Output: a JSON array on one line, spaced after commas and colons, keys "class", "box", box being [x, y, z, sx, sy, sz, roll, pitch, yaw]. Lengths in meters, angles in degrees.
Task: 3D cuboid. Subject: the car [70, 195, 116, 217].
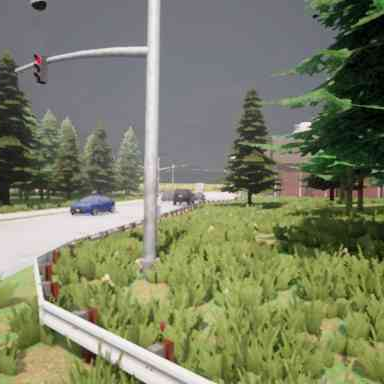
[{"class": "car", "box": [-7.646, 1.014, 26.084, 1.882, 1.535, 5.008, 1, 1, 11]}]

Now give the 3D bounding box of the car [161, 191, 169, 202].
[{"class": "car", "box": [-3.344, 0.590, 51.222, 2.097, 1.767, 4.553, 1, 1, 9]}]

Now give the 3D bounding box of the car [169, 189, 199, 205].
[{"class": "car", "box": [-0.933, 0.636, 43.046, 2.150, 2.045, 5.566, 1, 1, 9]}]

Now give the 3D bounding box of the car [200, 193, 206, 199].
[{"class": "car", "box": [1.239, 0.786, 57.398, 2.033, 1.411, 5.357, 1, 1, 9]}]
